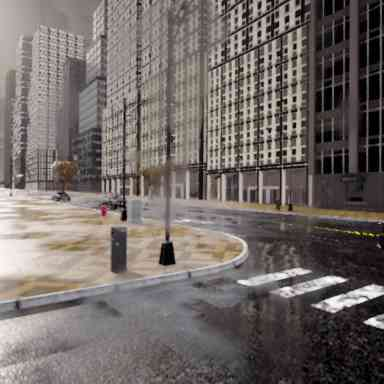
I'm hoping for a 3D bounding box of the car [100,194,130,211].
[{"bbox_3d":[-7.251,0.977,31.747,2.128,1.511,4.902,1,1,-35],"label":"car"}]

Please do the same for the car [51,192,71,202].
[{"bbox_3d":[-19.474,0.670,49.493,1.812,1.442,4.674,1,0,-35],"label":"car"}]

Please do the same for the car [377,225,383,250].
[{"bbox_3d":[8.105,1.496,9.649,2.128,1.511,4.902,0,0,-35],"label":"car"}]
